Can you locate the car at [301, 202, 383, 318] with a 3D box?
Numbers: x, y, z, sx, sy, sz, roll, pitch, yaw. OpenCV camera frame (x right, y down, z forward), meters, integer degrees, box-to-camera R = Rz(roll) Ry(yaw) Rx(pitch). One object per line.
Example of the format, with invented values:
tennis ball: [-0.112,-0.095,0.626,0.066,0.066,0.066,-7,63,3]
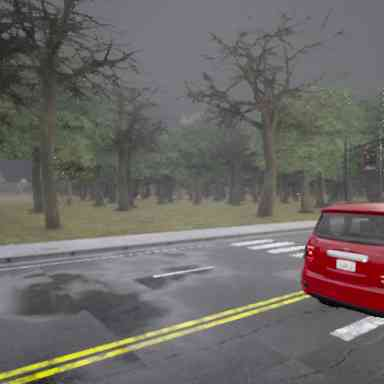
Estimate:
car: [4.558,1.228,6.686,5.566,2.045,2.150,0,0,-35]
